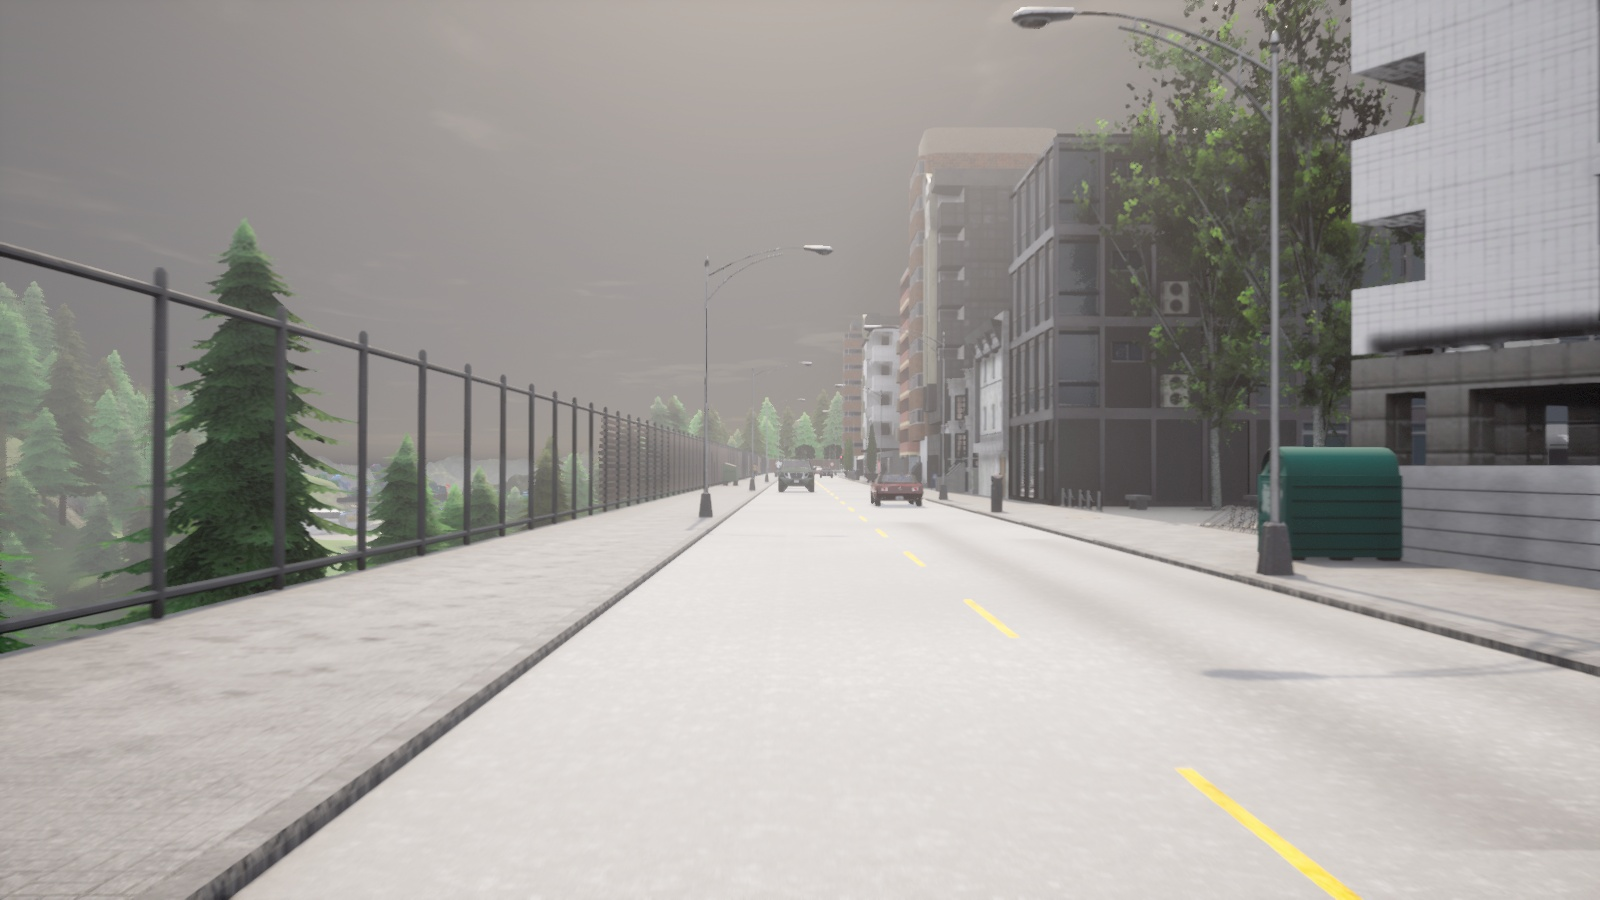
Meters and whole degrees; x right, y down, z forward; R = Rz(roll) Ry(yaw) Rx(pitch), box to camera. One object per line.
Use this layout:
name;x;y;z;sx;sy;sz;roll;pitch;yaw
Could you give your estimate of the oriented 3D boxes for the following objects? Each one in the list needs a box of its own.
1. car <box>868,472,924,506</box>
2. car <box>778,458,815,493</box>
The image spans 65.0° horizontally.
car;3.867;1.563;51.057;1.895;1.301;4.718;0;-1;0
car;-0.200;1.537;76.938;2.150;2.045;5.566;0;-1;0
